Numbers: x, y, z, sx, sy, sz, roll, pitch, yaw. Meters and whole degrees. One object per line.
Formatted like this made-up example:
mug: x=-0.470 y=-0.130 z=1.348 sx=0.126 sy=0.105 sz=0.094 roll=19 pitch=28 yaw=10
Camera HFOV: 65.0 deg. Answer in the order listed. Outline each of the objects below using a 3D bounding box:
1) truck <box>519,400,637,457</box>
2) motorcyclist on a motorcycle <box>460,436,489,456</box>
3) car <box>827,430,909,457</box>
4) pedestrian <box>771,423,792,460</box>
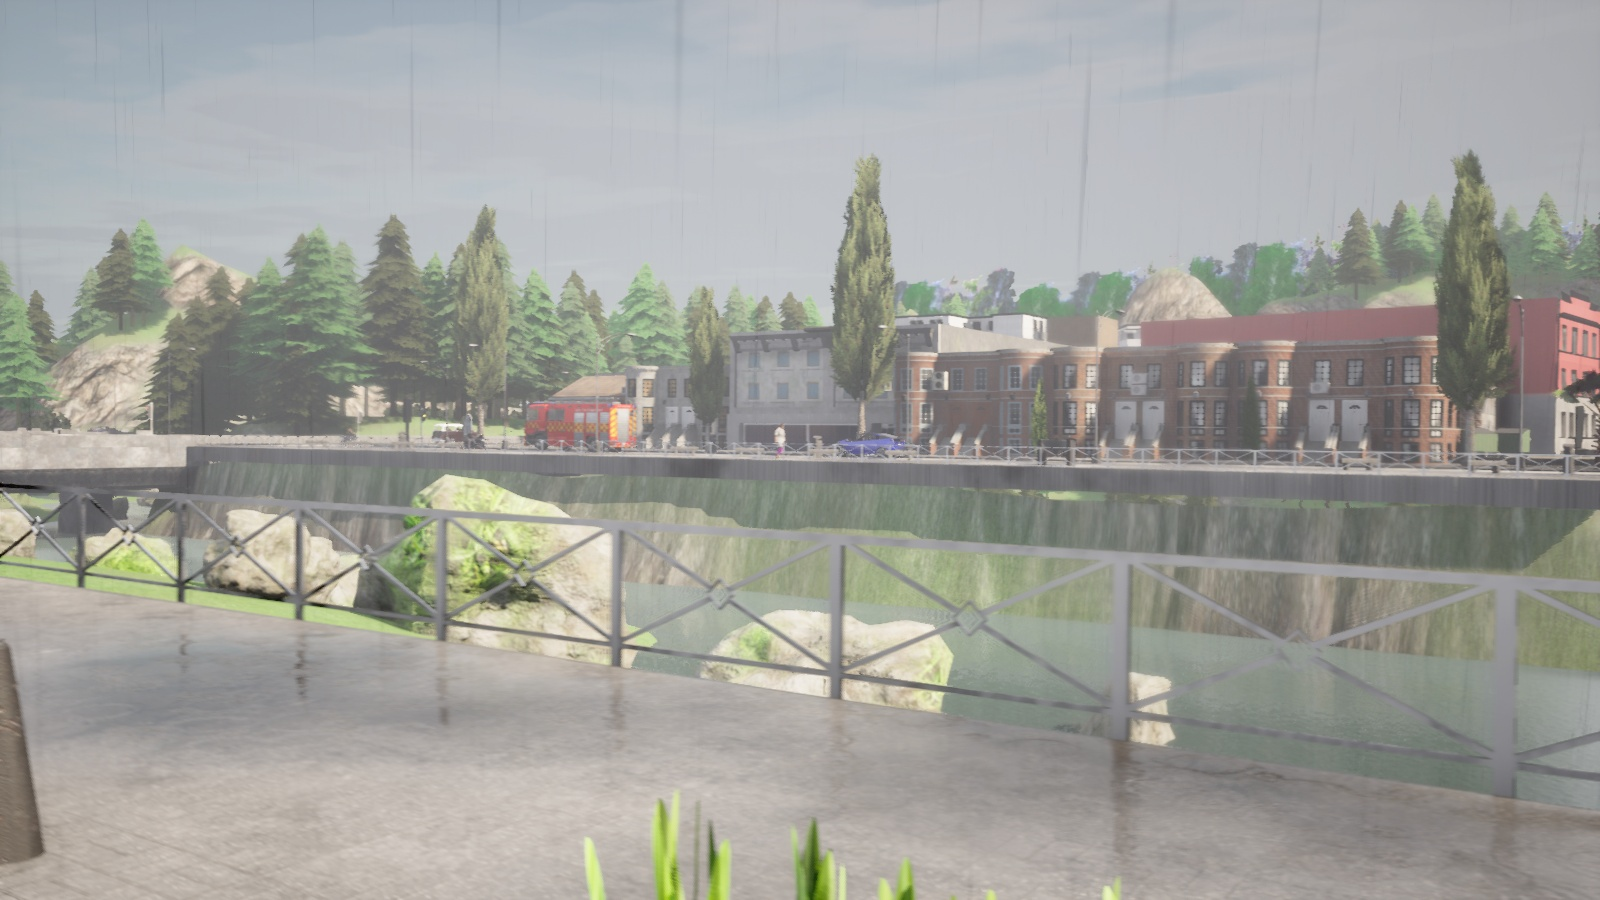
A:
truck: x=-15.709 y=-1.500 z=88.651 sx=8.468 sy=3.827 sz=2.891 roll=0 pitch=1 yaw=34
motorcyclist on a motorcycle: x=-24.485 y=-0.301 z=94.501 sx=2.191 sy=1.530 sz=0.866 roll=0 pitch=1 yaw=34
car: x=4.088 y=-0.390 z=75.528 sx=4.514 sy=1.525 sz=2.007 roll=0 pitch=1 yaw=34
pedestrian: x=-0.982 y=-0.447 z=65.763 sx=0.873 sy=1.952 sz=0.659 roll=0 pitch=1 yaw=38
